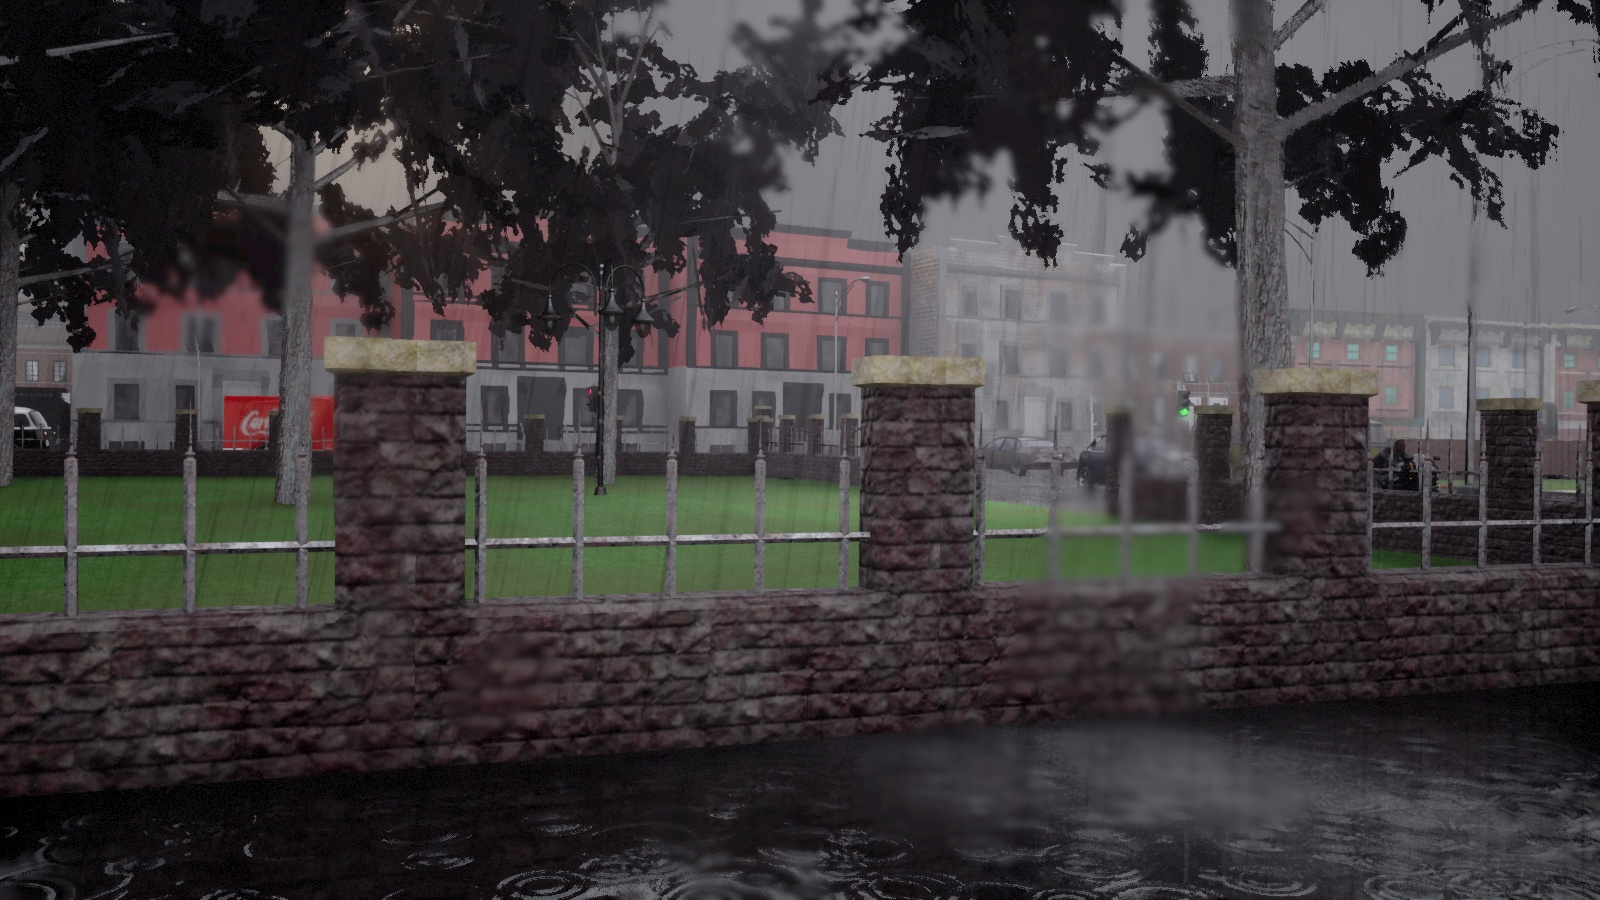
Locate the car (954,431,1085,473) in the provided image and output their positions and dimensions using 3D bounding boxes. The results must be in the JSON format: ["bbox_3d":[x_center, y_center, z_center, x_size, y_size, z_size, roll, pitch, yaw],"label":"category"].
[{"bbox_3d":[7.833,0.021,45.449,2.033,1.411,5.357,-1,1,-24],"label":"car"}]

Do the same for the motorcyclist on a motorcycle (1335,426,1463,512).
[{"bbox_3d":[11.227,0.327,23.635,0.866,1.530,2.191,-1,1,-21],"label":"motorcyclist on a motorcycle"}]

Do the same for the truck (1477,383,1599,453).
[{"bbox_3d":[39.333,-1.667,65.019,7.936,3.462,2.891,-1,1,-19],"label":"truck"}]

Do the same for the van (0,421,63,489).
[{"bbox_3d":[-25.457,0.169,38.585,4.480,2.038,2.069,-1,1,-19],"label":"van"}]

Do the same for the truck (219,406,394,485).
[{"bbox_3d":[-16.271,-0.192,41.748,5.204,2.467,2.627,-1,1,-18],"label":"truck"}]

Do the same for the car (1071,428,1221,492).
[{"bbox_3d":[8.567,0.208,31.409,1.845,1.501,3.633,-1,1,-20],"label":"car"}]

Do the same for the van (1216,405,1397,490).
[{"bbox_3d":[12.696,-0.104,31.818,1.775,1.987,4.442,-1,1,-19],"label":"van"}]
